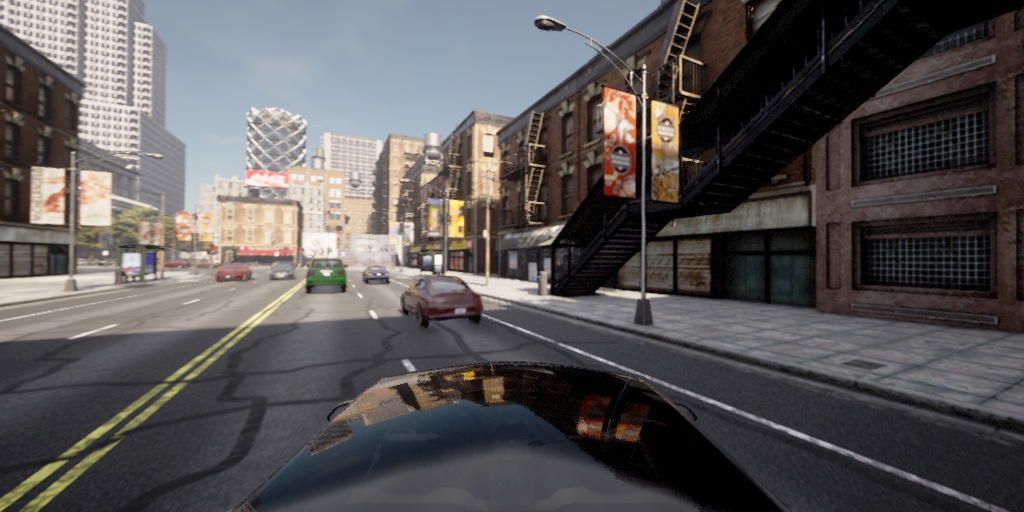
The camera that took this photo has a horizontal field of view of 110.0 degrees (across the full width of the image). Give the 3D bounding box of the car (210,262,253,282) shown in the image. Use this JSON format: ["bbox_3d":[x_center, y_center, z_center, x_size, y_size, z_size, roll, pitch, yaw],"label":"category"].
[{"bbox_3d":[-23.765,1.384,30.811,1.882,1.535,5.008,1,-1,-27],"label":"car"}]

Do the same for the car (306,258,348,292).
[{"bbox_3d":[-11.675,1.113,22.681,2.150,2.045,5.566,1,0,-26],"label":"car"}]

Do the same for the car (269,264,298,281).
[{"bbox_3d":[-20.966,1.466,32.996,1.812,1.442,4.674,1,-1,-27],"label":"car"}]

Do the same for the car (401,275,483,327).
[{"bbox_3d":[-2.434,1.359,11.896,1.812,1.442,4.674,1,-1,-26],"label":"car"}]

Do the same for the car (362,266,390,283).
[{"bbox_3d":[-11.496,1.507,30.205,2.033,1.411,5.357,1,-1,-26],"label":"car"}]
